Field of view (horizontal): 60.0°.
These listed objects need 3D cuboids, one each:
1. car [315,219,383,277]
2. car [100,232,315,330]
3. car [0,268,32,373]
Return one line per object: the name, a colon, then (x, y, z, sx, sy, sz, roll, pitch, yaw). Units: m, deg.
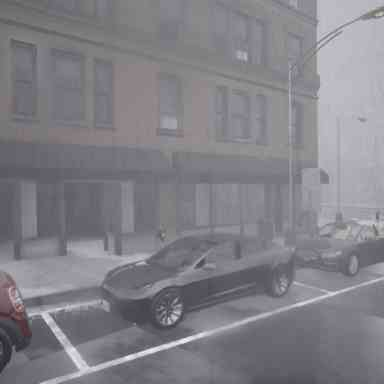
car: (4.807, 1.546, 10.090, 4.403, 1.369, 2.008, 0, -1, -35)
car: (0.325, 1.562, 6.893, 4.313, 1.339, 1.947, 0, -1, -35)
car: (-4.158, 1.437, 3.697, 4.097, 1.590, 1.967, 0, -1, -35)
